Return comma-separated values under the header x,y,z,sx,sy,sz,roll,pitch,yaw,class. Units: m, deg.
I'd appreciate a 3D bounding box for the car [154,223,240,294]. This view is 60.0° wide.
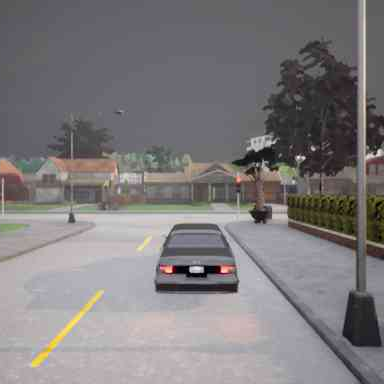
x,y,z,sx,sy,sz,roll,pitch,yaw,class
0.103,1.544,8.919,2.033,1.411,5.357,0,0,0,car
